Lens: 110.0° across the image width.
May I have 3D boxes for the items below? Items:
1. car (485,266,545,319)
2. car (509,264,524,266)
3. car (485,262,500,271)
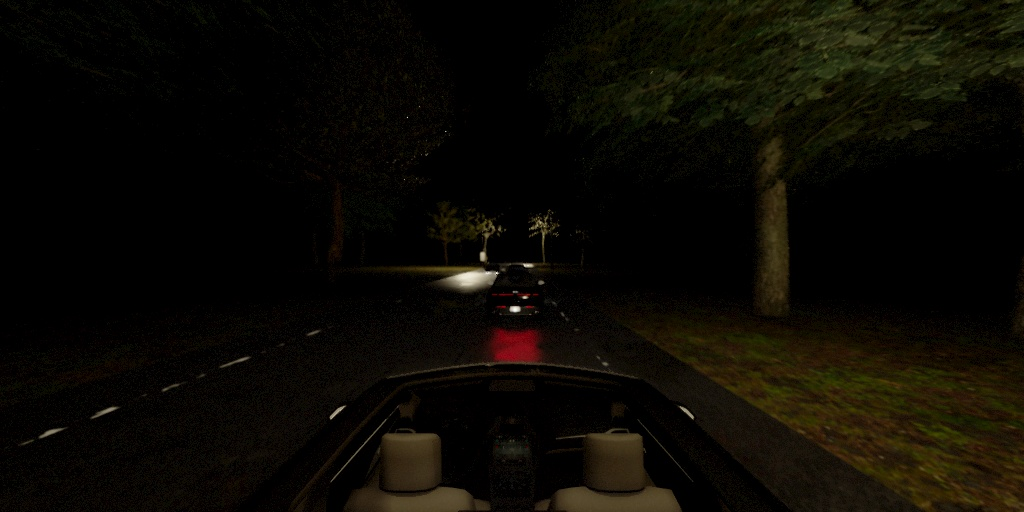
[{"bbox_3d":[0.130,1.304,12.974,1.837,1.490,4.892,0,0,1],"label":"car"},{"bbox_3d":[0.381,1.397,28.869,1.812,1.442,4.674,0,0,2],"label":"car"},{"bbox_3d":[-2.683,1.531,50.417,2.033,1.411,5.357,0,0,2],"label":"car"}]
